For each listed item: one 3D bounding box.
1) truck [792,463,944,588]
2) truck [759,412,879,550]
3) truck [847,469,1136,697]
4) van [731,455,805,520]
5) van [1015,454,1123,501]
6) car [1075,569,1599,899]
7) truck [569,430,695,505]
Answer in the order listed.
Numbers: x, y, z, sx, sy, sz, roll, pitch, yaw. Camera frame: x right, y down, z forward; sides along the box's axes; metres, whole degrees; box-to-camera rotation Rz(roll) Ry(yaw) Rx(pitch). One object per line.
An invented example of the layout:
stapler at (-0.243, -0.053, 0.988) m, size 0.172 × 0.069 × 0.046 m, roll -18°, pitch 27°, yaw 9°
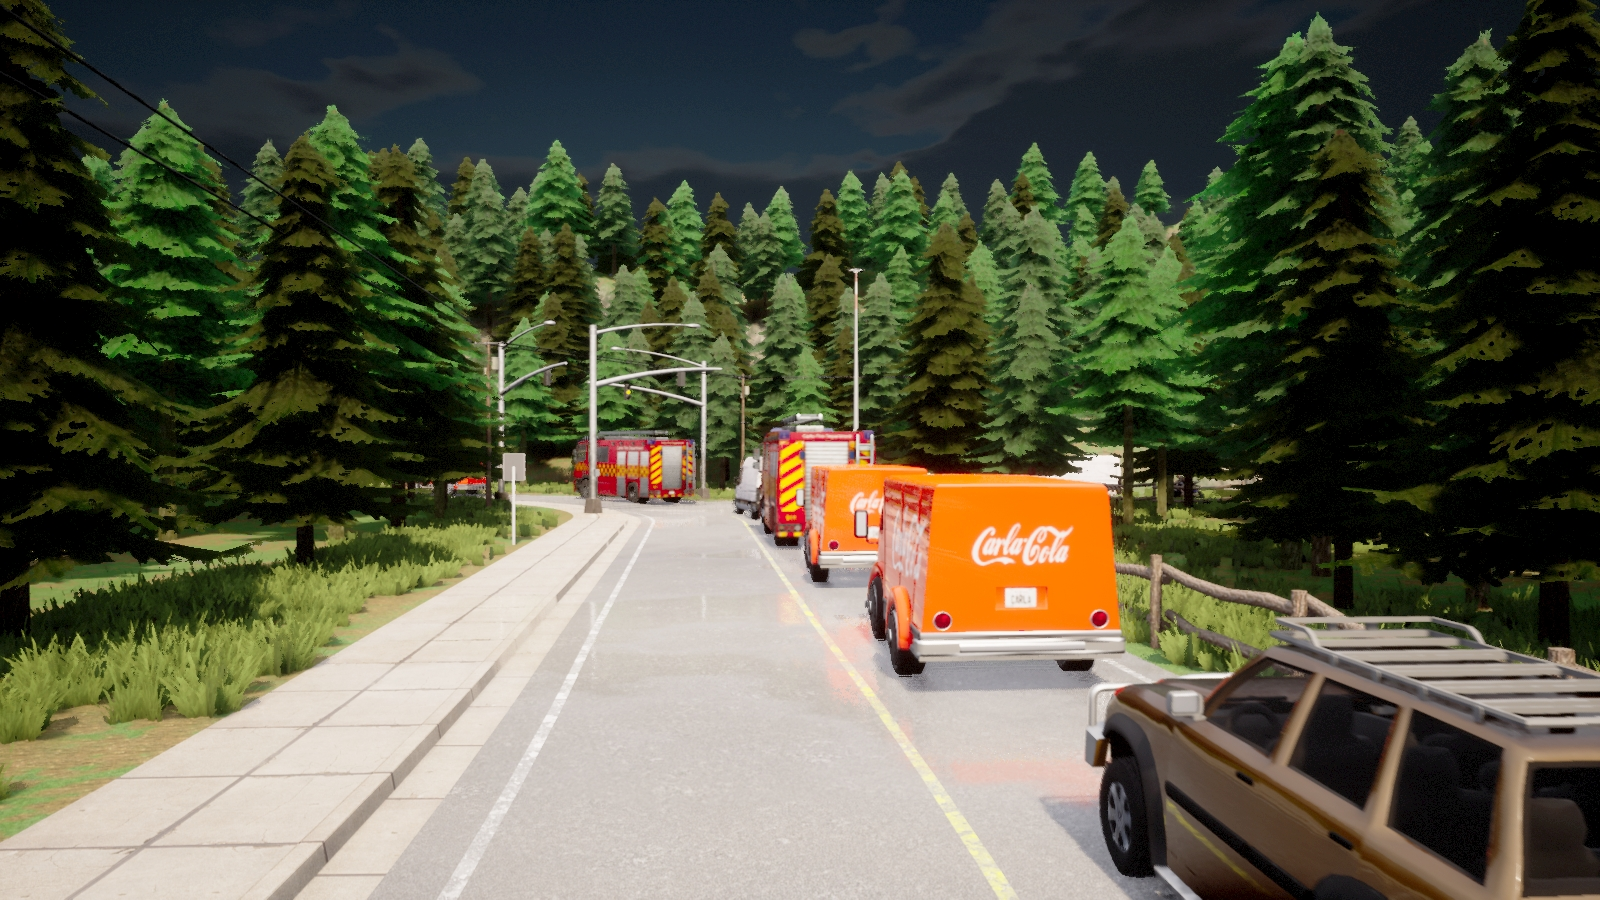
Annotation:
truck at (1.351, 1.537, 25.574) m, size 2.627 × 2.467 × 5.204 m, roll 0°, pitch 0°, yaw -5°
truck at (0.385, 0.863, 36.094) m, size 2.891 × 3.827 × 8.468 m, roll 0°, pitch 0°, yaw -5°
truck at (2.287, 1.540, 15.518) m, size 2.627 × 2.467 × 5.204 m, roll 0°, pitch 0°, yaw -5°
van at (-1.437, 1.507, 48.443) m, size 1.988 × 2.561 × 5.915 m, roll 0°, pitch 0°, yaw -13°
van at (15.184, 1.534, 64.786) m, size 5.915 × 2.561 × 1.988 m, roll 0°, pitch 0°, yaw 11°
car at (3.125, 1.831, 6.055) m, size 1.932 × 1.855 × 4.605 m, roll 0°, pitch 1°, yaw -4°
truck at (-9.339, 0.869, 62.474) m, size 2.891 × 3.827 × 8.468 m, roll 0°, pitch 0°, yaw -39°
